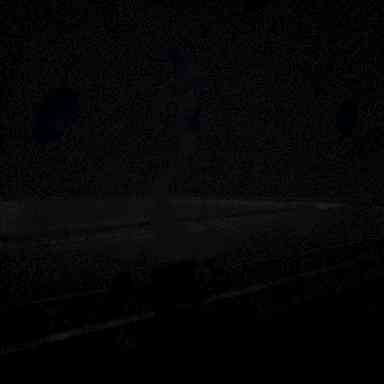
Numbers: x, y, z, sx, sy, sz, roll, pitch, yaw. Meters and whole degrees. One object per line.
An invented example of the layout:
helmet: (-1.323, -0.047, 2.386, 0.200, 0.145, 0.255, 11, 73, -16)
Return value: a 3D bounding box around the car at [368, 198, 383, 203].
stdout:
car: (43.083, 2.163, 77.919, 1.895, 1.301, 4.718, 0, -1, 2)
